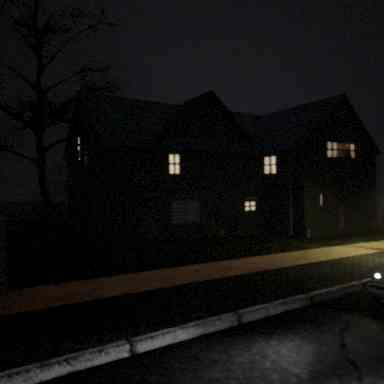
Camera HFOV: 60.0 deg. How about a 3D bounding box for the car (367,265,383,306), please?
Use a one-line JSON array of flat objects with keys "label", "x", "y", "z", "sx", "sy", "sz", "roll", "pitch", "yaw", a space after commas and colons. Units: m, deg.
[{"label": "car", "x": 5.696, "y": 1.697, "z": 6.863, "sx": 4.718, "sy": 1.301, "sz": 1.895, "roll": 1, "pitch": 0, "yaw": -33}]
